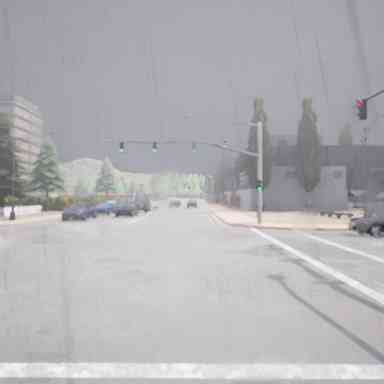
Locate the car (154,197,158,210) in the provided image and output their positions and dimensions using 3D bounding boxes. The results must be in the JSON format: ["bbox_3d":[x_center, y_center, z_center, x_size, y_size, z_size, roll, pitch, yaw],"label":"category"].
[{"bbox_3d":[-7.059,1.961,56.806,2.150,2.045,5.566,0,-1,1],"label":"car"}]

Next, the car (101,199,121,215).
[{"bbox_3d":[-10.591,2.010,40.855,1.882,1.535,5.008,0,-1,0],"label":"car"}]

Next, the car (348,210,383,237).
[{"bbox_3d":[11.548,1.740,19.075,4.902,1.511,2.128,0,-1,-1],"label":"car"}]

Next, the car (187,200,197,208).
[{"bbox_3d":[-0.001,2.312,64.212,1.882,1.535,5.008,0,-1,0],"label":"car"}]

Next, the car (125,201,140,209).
[{"bbox_3d":[-10.561,2.335,59.252,1.994,1.385,4.181,0,-1,0],"label":"car"}]

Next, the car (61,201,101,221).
[{"bbox_3d":[-10.658,1.766,31.722,2.097,1.767,4.553,0,-1,2],"label":"car"}]

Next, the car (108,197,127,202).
[{"bbox_3d":[-10.586,1.995,49.371,2.097,1.767,4.553,0,-1,0],"label":"car"}]

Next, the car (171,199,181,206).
[{"bbox_3d":[-3.501,2.377,74.582,1.994,1.385,4.181,0,-1,0],"label":"car"}]

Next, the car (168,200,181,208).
[{"bbox_3d":[-3.501,2.340,64.211,1.837,1.490,4.892,0,-1,0],"label":"car"}]

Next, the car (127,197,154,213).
[{"bbox_3d":[-7.076,1.822,46.150,2.150,2.045,5.566,0,-1,0],"label":"car"}]

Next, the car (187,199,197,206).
[{"bbox_3d":[-0.001,2.377,74.582,1.994,1.385,4.181,0,-1,0],"label":"car"}]

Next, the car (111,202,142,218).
[{"bbox_3d":[-7.084,2.075,36.409,1.895,1.301,4.718,0,-1,0],"label":"car"}]
